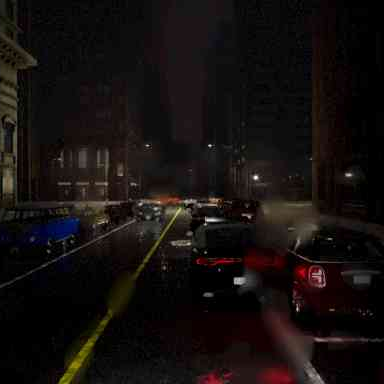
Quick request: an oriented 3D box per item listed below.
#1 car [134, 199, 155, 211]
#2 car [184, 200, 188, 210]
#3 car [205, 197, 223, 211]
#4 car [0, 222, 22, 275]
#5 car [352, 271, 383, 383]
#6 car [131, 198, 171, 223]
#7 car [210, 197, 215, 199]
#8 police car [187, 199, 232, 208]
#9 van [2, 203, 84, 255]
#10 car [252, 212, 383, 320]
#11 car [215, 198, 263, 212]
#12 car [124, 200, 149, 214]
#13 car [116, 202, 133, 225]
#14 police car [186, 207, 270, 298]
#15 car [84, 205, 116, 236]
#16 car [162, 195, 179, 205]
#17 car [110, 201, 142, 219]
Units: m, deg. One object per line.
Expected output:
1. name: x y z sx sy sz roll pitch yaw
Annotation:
1. car: -5.832 1.569 41.119 2.008 1.369 4.403 0 0 0
2. car: -0.068 1.621 42.972 1.895 1.301 4.718 0 0 0
3. car: 2.693 1.458 41.134 1.967 1.590 4.097 0 0 0
4. car: -5.778 1.582 7.300 1.802 1.307 4.206 0 0 0
5. car: 2.756 1.582 1.682 1.802 1.307 4.206 0 0 0
6. car: -3.041 1.498 25.429 2.128 1.511 4.902 0 0 0
7. car: 2.719 1.321 24.226 2.192 1.841 5.009 0 0 0
8. police car: 0.838 1.429 18.679 1.930 1.638 5.238 0 0 0
9. van: -5.788 1.342 12.937 1.690 1.788 3.998 0 0 0
10. car: 2.747 1.440 7.318 1.967 1.590 4.097 0 0 0
11. car: 2.728 1.318 18.590 2.192 1.841 5.009 0 0 0
12. car: -5.823 1.580 35.483 1.947 1.339 4.313 0 0 0
13. car: -5.804 1.588 24.210 1.802 1.307 4.206 0 0 0
14. police car: 0.886 1.426 8.679 1.930 1.638 5.238 0 0 0
15. car: -5.796 1.528 18.403 1.752 1.417 4.829 0 0 0
16. car: -4.537 1.401 60.109 4.553 1.767 2.097 0 0 38
17. car: -5.814 1.575 29.846 1.947 1.339 4.313 0 0 0
